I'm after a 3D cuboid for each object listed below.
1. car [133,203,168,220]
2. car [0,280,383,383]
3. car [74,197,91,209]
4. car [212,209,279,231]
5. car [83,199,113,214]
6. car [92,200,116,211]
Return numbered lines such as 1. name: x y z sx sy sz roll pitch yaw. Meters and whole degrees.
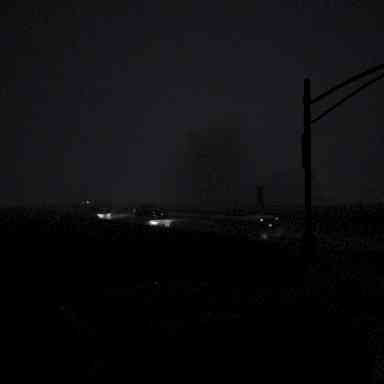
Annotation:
1. car: -4.214 1.924 33.362 1.837 1.490 4.892 -1 0 -36
2. car: -0.426 1.547 2.546 5.357 1.411 2.033 0 0 -33
3. car: -20.415 2.027 62.263 2.150 2.045 5.566 -1 0 -36
4. car: 3.566 1.836 22.651 1.895 1.301 4.718 -1 0 -38
5. car: -12.664 2.110 45.168 2.128 1.511 4.902 -1 0 -35
6. car: -14.357 2.152 53.826 2.128 1.511 4.902 -1 0 -35
